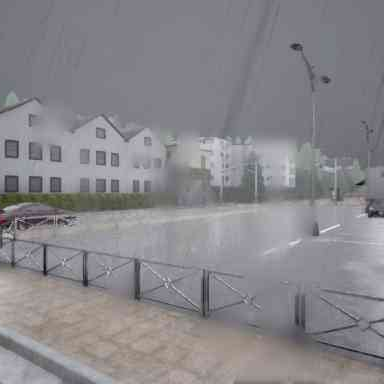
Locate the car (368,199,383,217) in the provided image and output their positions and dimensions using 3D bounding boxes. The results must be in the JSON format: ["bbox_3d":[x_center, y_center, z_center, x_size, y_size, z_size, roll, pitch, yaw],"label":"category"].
[{"bbox_3d":[15.454,1.298,26.789,2.007,1.523,4.514,0,0,35],"label":"car"}]

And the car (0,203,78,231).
[{"bbox_3d":[-8.786,1.334,18.921,1.812,1.442,4.674,0,0,35],"label":"car"}]
